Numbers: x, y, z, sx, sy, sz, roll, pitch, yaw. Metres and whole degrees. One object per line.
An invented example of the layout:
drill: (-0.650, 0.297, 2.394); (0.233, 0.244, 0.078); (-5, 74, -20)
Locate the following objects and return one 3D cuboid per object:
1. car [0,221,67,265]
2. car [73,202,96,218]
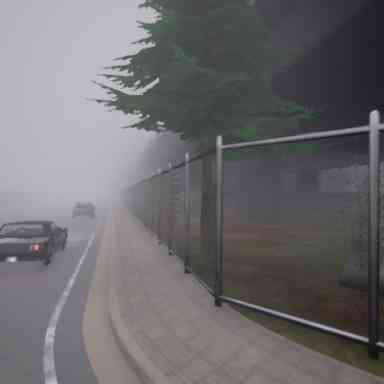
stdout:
car: (-5.647, 1.664, 11.756); (1.895, 1.301, 4.718); (1, -1, -13)
car: (-10.612, 1.713, 32.839); (2.128, 1.511, 4.902); (1, -1, -13)
